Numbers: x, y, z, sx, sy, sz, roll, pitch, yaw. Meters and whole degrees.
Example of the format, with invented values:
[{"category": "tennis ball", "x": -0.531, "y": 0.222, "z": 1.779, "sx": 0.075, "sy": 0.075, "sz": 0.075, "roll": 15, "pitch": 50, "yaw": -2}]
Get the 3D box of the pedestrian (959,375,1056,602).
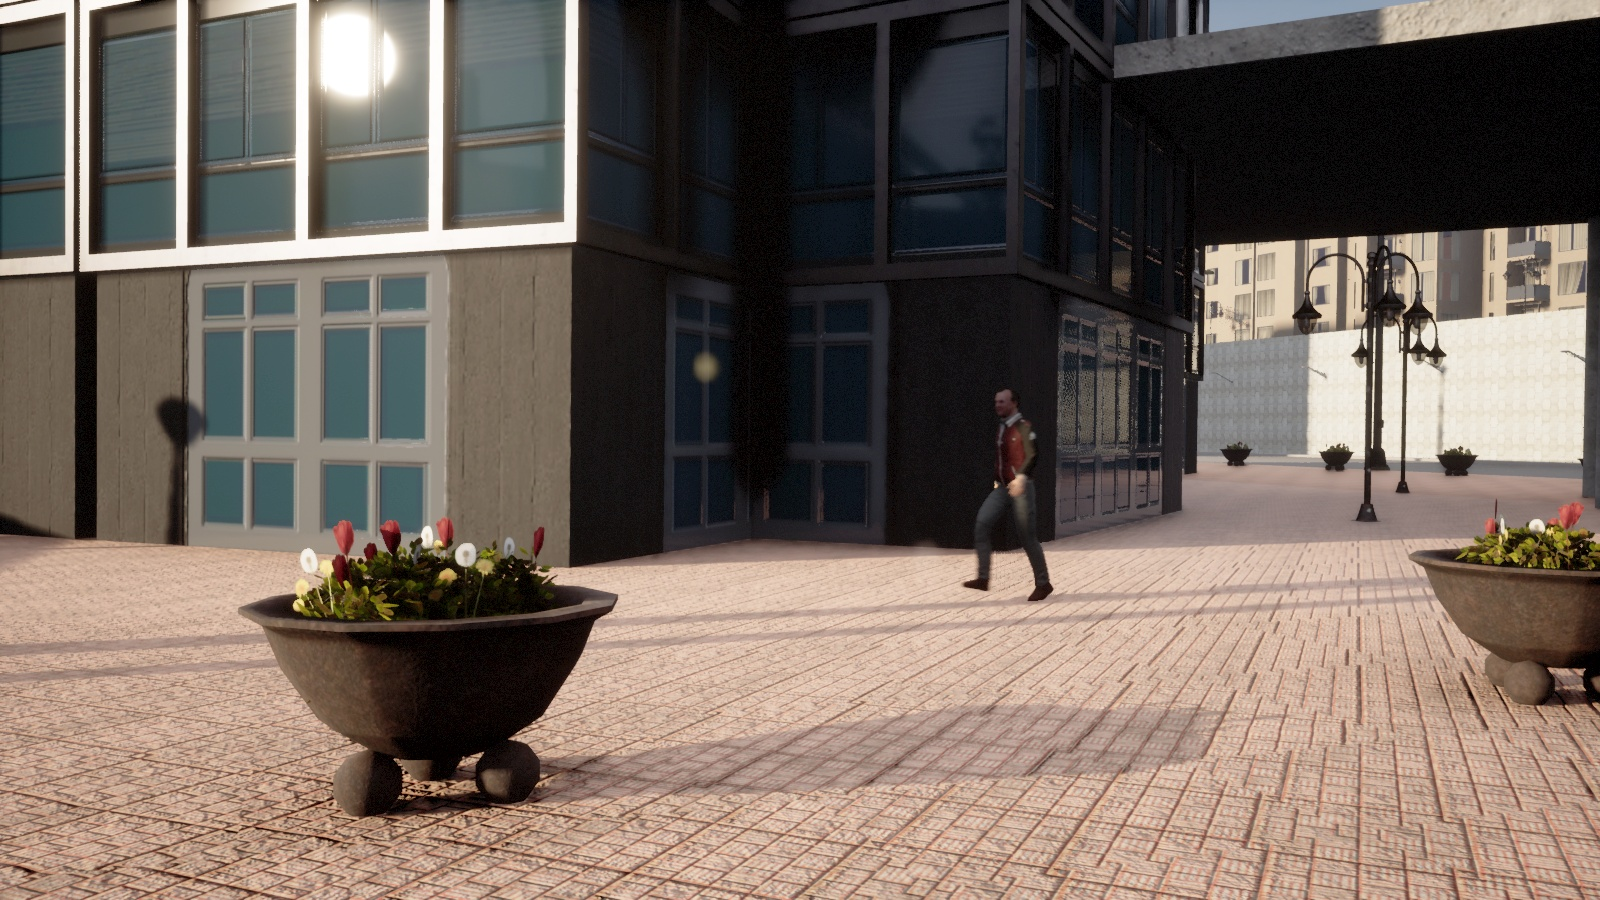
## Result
[{"category": "pedestrian", "x": 1.752, "y": 0.307, "z": 10.587, "sx": 0.720, "sy": 1.854, "sz": 0.376, "roll": -1, "pitch": 1, "yaw": -30}]
